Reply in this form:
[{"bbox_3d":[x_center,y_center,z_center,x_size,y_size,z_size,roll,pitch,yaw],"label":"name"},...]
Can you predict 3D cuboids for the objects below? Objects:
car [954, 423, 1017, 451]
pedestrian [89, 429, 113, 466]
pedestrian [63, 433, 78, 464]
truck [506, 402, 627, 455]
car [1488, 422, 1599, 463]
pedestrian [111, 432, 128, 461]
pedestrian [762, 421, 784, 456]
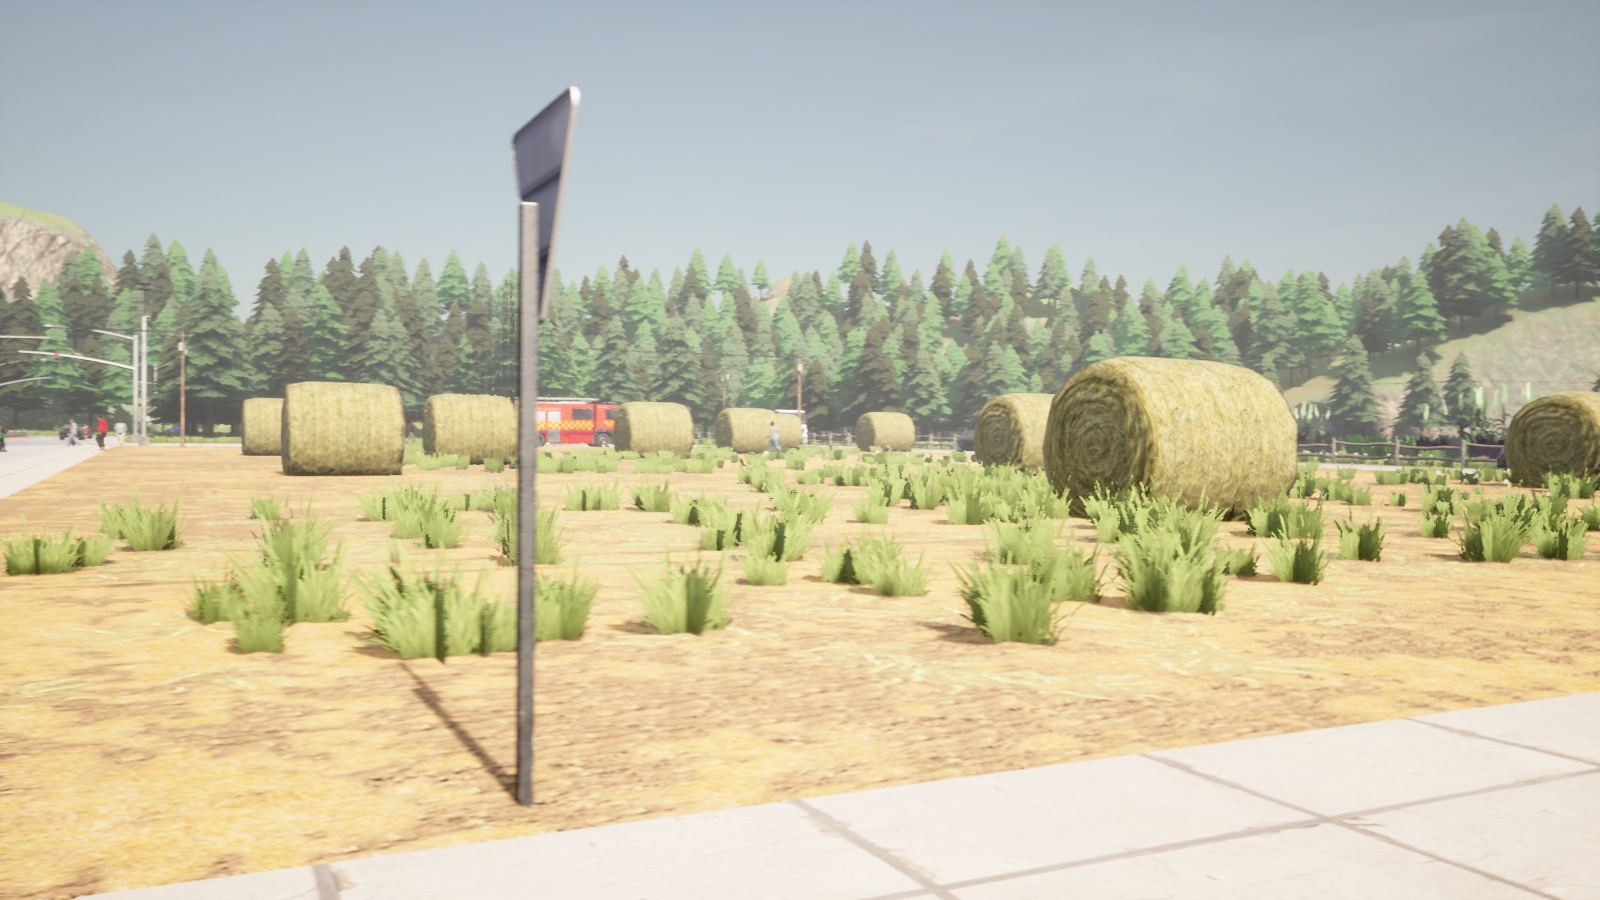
[{"bbox_3d":[12.364,-0.865,84.118,2.097,1.767,4.553,-1,1,-23],"label":"car"},{"bbox_3d":[-34.999,-0.134,62.848,0.899,1.844,0.634,-1,1,-16],"label":"pedestrian"},{"bbox_3d":[-44.611,-0.100,76.804,0.706,1.836,0.354,-1,1,-34],"label":"pedestrian"},{"bbox_3d":[-17.620,-1.657,94.945,8.468,3.827,2.891,-1,1,-26],"label":"truck"},{"bbox_3d":[28.375,-0.303,46.780,1.812,1.442,4.674,-1,1,-23],"label":"car"},{"bbox_3d":[-42.944,-0.219,79.242,0.874,1.855,0.900,-1,1,-25],"label":"pedestrian"},{"bbox_3d":[-1.437,-0.610,65.960,0.900,1.855,0.874,0,1,17],"label":"pedestrian"}]
